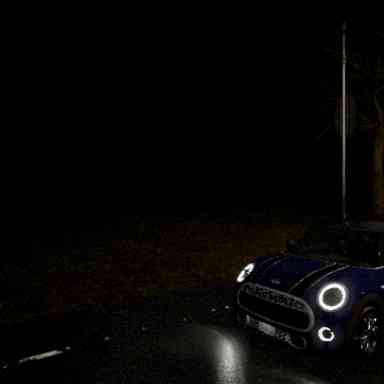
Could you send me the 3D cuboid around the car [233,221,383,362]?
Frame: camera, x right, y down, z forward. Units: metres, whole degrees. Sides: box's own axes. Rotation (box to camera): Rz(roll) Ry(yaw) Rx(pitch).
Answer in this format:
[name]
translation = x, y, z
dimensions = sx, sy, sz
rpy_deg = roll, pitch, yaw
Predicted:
[car]
translation = 2.893, 1.363, 6.052
dimensions = 4.553, 1.767, 2.097
rpy_deg = 0, 0, -35
